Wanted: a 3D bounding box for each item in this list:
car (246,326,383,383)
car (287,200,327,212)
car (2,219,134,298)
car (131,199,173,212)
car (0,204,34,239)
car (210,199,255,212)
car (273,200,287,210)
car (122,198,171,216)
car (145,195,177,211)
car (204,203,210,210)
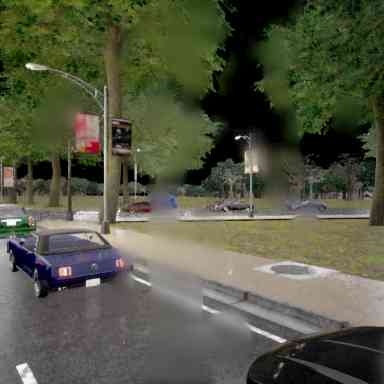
[{"bbox_3d":[2.368,1.478,1.232,1.882,1.535,5.008,0,0,-38],"label":"car"},{"bbox_3d":[15.230,1.775,43.283,4.674,1.442,1.812,0,0,-14],"label":"car"},{"bbox_3d":[-3.428,1.601,8.687,1.895,1.301,4.718,0,0,-38],"label":"car"},{"bbox_3d":[-4.971,1.623,41.405,4.902,1.511,2.128,0,0,-14],"label":"car"},{"bbox_3d":[-8.941,1.352,15.787,2.097,1.767,4.553,0,0,-38],"label":"car"},{"bbox_3d":[5.235,1.678,40.696,4.902,1.511,2.128,0,0,-14],"label":"car"},{"bbox_3d":[13.443,1.806,46.178,4.181,1.385,1.994,0,0,-15],"label":"car"},{"bbox_3d":[-4.885,1.649,34.507,4.674,1.442,1.812,0,0,-15],"label":"car"},{"bbox_3d":[-4.446,1.352,38.186,5.566,2.045,2.150,0,0,-15],"label":"car"},{"bbox_3d":[3.867,1.708,43.696,4.674,1.442,1.812,0,0,-15],"label":"car"}]
